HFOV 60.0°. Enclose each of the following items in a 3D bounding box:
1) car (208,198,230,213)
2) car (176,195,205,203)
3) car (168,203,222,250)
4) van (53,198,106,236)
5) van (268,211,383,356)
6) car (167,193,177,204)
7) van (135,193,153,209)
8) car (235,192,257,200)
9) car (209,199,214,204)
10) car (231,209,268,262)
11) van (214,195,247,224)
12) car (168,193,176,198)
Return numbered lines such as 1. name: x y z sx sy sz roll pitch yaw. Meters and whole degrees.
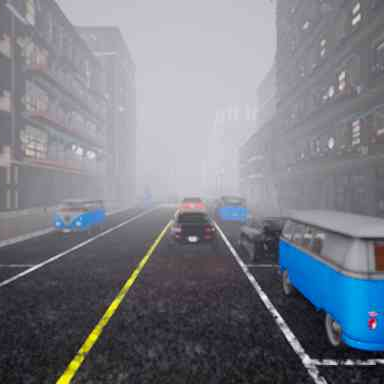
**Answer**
1. car: 2.693 1.316 34.141 1.947 1.339 4.313 0 0 0
2. car: 0.045 1.144 27.970 2.097 1.767 4.553 0 0 1
3. car: 0.049 1.420 13.701 1.812 1.442 4.674 0 1 1
4. van: -5.685 1.211 17.153 1.690 1.788 3.998 0 0 0
5. van: 2.696 1.295 5.830 1.690 1.788 3.998 0 0 0
6. car: -3.071 1.110 54.356 2.128 1.511 4.902 0 0 0
7. van: -5.686 1.053 39.800 1.690 1.788 3.998 0 0 0
8. car: 13.464 1.048 82.529 5.009 1.841 2.192 1 -1 -1
9. car: 2.694 1.355 28.478 1.947 1.339 4.313 0 0 0
10. car: 2.694 1.477 11.492 1.947 1.339 4.313 0 0 0
11. van: 2.695 1.170 22.816 1.690 1.788 3.998 0 0 0
12. car: -5.690 0.949 94.850 1.947 1.339 4.313 0 0 0
